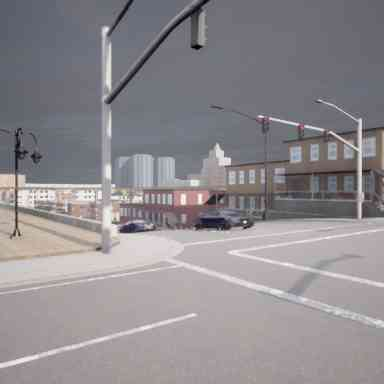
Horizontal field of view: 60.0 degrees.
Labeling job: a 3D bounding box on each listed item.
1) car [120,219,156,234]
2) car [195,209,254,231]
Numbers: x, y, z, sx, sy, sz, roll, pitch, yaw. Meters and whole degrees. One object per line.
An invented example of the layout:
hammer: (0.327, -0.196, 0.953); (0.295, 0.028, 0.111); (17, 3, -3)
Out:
car: (-5.157, 3.264, 31.142); (1.812, 1.442, 4.674); (0, -11, -37)
car: (1.973, 1.780, 21.440); (1.994, 1.385, 4.181); (0, -5, -36)
